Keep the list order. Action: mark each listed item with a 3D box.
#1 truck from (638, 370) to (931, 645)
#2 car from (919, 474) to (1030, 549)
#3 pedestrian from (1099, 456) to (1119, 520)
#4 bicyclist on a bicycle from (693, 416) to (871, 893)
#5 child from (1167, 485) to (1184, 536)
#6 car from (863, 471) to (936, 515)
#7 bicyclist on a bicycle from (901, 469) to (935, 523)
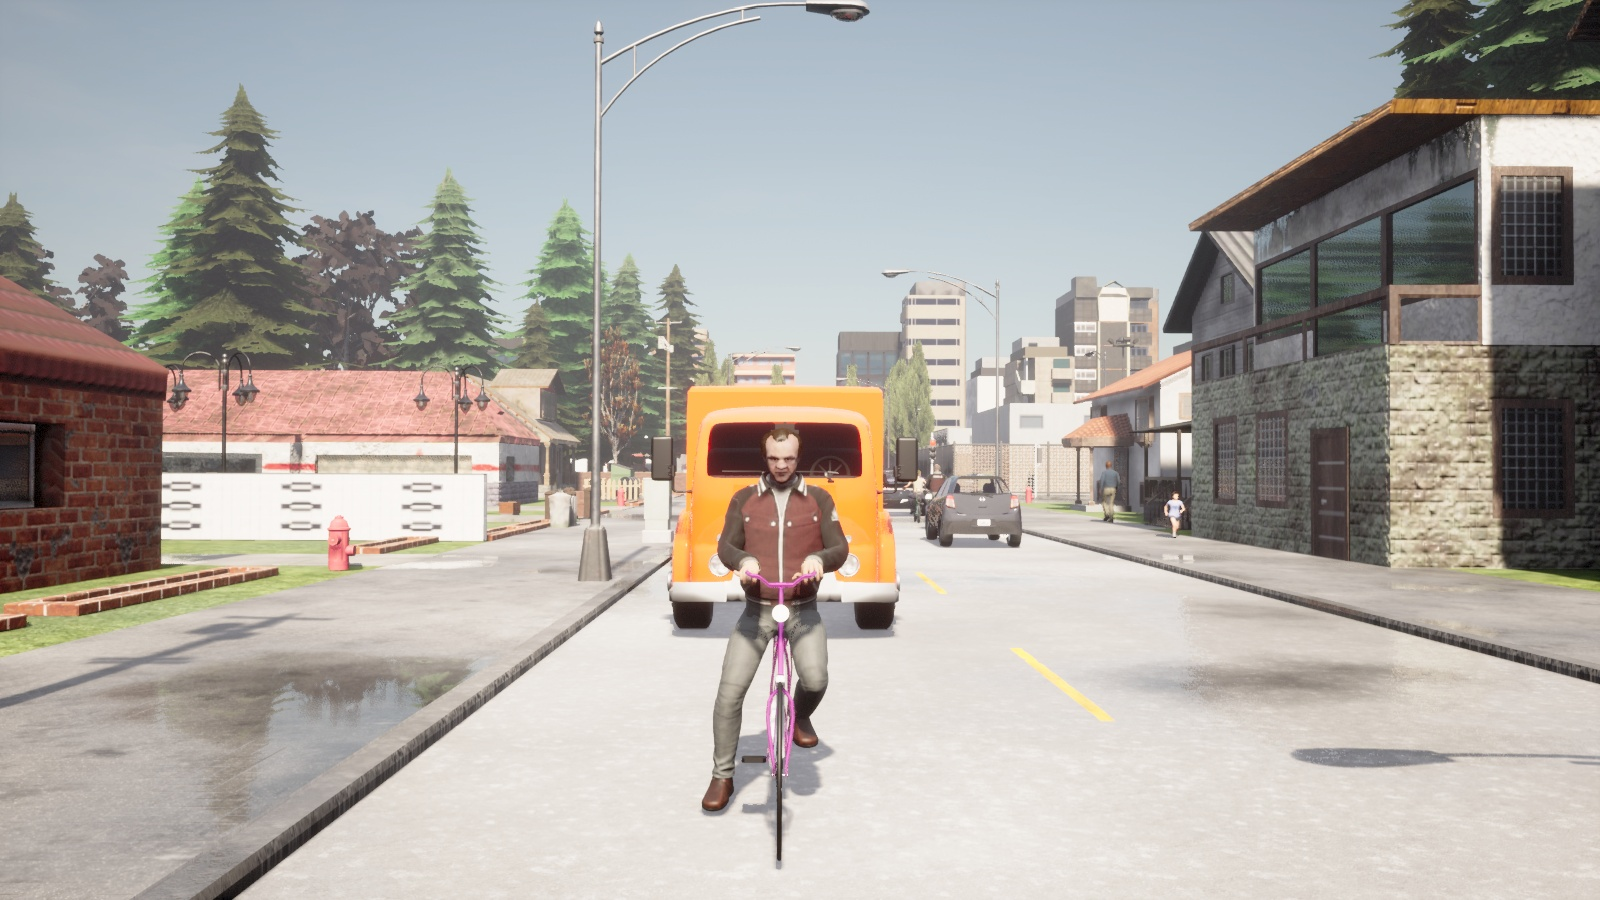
[{"bbox_3d":[-0.168,0.562,13.922,2.627,2.467,5.204,0,-1,-1],"label":"truck"},{"bbox_3d":[3.697,1.269,27.173,1.845,1.501,3.633,0,-1,-1],"label":"car"},{"bbox_3d":[8.926,1.097,36.315,0.370,1.835,0.726,0,-1,-2],"label":"pedestrian"},{"bbox_3d":[-0.079,0.780,5.614,0.659,1.776,1.843,0,-1,-1],"label":"bicyclist on a bicycle"},{"bbox_3d":[8.314,1.337,27.801,0.255,1.110,0.394,0,-1,0],"label":"child"},{"bbox_3d":[3.519,1.516,45.323,2.128,1.511,4.902,0,-1,-1],"label":"car"},{"bbox_3d":[3.580,1.378,38.293,0.866,1.612,1.509,0,-1,-1],"label":"bicyclist on a bicycle"}]
